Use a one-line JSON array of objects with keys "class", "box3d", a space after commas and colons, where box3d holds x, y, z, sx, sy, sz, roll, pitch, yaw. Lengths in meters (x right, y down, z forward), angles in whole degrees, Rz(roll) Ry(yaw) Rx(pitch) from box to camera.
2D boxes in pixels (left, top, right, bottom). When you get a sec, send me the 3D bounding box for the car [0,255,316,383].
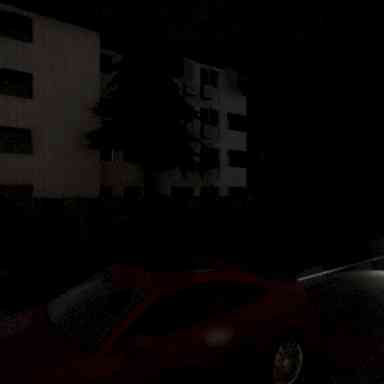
[{"class": "car", "box3d": [-0.498, 1.524, 3.639, 4.674, 1.442, 1.812, 0, 0, -37]}]
